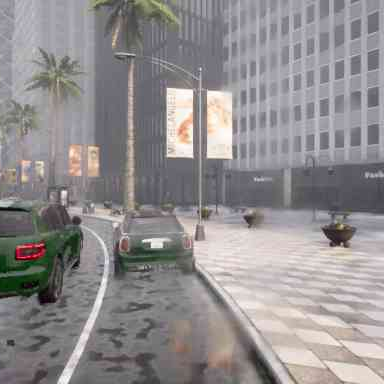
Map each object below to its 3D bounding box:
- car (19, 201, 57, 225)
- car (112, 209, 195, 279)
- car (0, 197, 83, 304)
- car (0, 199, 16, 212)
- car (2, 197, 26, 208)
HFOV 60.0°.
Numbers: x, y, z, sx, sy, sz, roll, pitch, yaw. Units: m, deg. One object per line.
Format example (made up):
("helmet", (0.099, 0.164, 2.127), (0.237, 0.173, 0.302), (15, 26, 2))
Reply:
("car", (-11.611, 1.496, 24.839), (1.837, 1.490, 4.892), (0, 0, -33))
("car", (-1.383, 1.352, 10.393), (2.097, 1.767, 4.553), (0, 0, -14))
("car", (-4.054, 1.215, 8.050), (2.150, 2.045, 5.566), (0, -1, -11))
("car", (-22.044, 1.546, 38.753), (1.994, 1.385, 4.181), (0, 0, -38))
("car", (-25.899, 1.461, 48.418), (2.231, 1.521, 4.892), (0, 0, -39))
